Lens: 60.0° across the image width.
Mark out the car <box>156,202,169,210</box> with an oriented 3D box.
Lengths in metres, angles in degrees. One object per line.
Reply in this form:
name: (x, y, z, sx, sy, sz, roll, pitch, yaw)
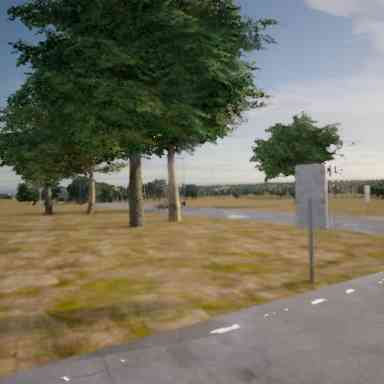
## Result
car: (-4.347, 2.346, 55.388, 1.895, 1.301, 4.718, -2, 0, -28)
